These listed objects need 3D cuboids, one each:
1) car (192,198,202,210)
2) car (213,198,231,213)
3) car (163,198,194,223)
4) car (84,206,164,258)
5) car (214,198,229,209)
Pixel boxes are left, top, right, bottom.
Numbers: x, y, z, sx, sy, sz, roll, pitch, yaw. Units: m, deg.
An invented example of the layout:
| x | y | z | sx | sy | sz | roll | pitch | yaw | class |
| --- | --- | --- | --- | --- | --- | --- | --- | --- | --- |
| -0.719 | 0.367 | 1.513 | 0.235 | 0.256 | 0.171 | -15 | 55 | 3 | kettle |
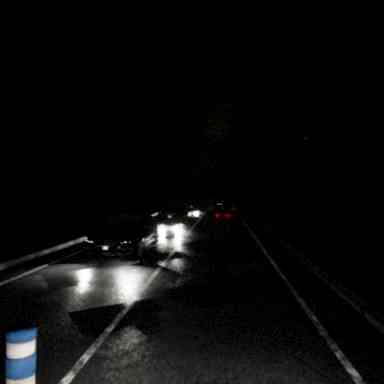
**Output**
| x | y | z | sx | sy | sz | roll | pitch | yaw | class |
| --- | --- | --- | --- | --- | --- | --- | --- | --- | --- |
| 0.173 | 1.499 | 41.813 | 2.128 | 1.511 | 4.902 | 1 | 0 | 5 | car |
| 3.403 | 1.505 | 37.548 | 2.128 | 1.511 | 4.902 | 1 | 0 | 5 | car |
| -1.350 | 1.472 | 25.957 | 2.128 | 1.511 | 4.902 | 1 | 0 | 5 | car |
| -2.536 | 1.515 | 12.976 | 1.837 | 1.490 | 4.892 | 1 | 0 | 5 | car |
| 4.287 | 1.583 | 48.381 | 2.128 | 1.511 | 4.902 | 1 | -1 | 5 | car |
